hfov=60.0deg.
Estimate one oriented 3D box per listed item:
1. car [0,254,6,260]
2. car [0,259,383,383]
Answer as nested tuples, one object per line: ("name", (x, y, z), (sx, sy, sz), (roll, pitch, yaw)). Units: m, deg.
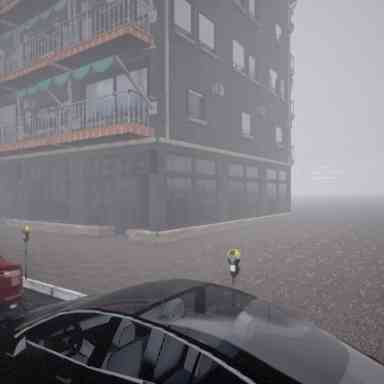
("car", (-5.081, 1.545, 6.480), (4.507, 1.381, 1.887), (0, 0, 35))
("car", (-0.486, 1.566, 3.216), (4.313, 1.339, 1.947), (0, 0, 35))
